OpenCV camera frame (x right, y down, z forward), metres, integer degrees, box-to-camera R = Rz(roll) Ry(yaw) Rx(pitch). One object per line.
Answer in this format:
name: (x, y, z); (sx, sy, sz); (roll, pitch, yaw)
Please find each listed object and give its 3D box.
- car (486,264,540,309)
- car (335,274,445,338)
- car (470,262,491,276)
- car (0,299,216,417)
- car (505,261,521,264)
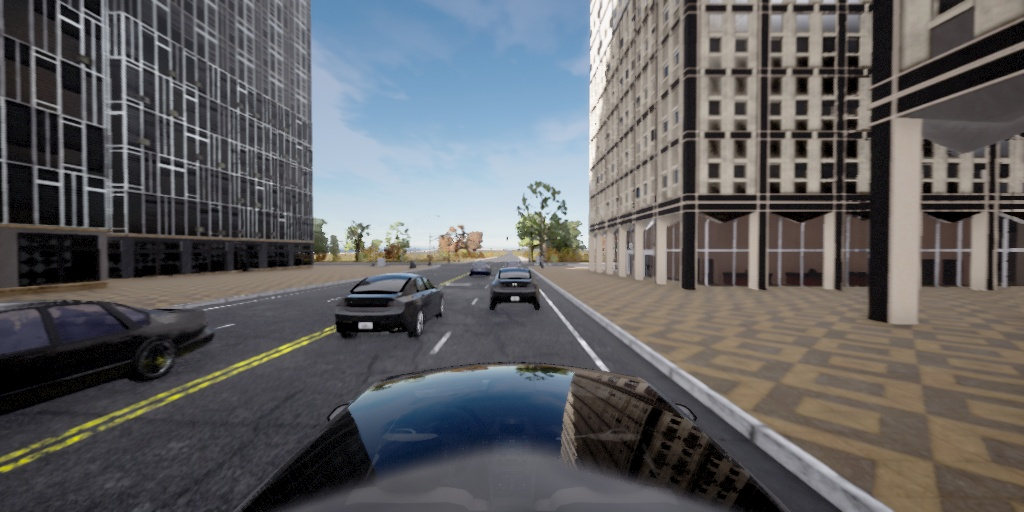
car: (0.107, 1.243, 14.808); (1.837, 1.490, 4.892); (0, 0, 0)
car: (-3.146, 1.248, 10.133); (1.837, 1.490, 4.892); (0, 0, 0)
car: (-3.133, 1.276, 36.572); (1.994, 1.385, 4.181); (0, 0, 0)
car: (-6.584, 1.296, 4.429); (2.033, 1.411, 5.357); (0, 0, 0)
car: (0.120, 1.272, 38.660); (1.994, 1.385, 4.181); (0, 0, 0)
